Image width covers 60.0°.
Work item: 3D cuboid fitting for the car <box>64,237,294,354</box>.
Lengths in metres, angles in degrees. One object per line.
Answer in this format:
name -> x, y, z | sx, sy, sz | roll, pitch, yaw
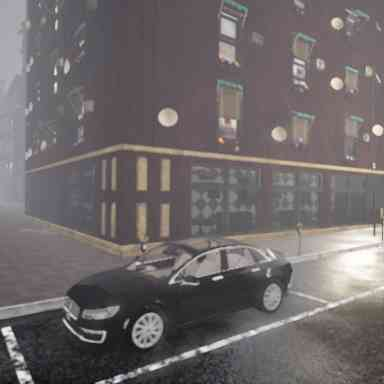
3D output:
car -> 0.004, 1.560, 6.053 | 4.403, 1.369, 2.008 | 0, 1, -36
